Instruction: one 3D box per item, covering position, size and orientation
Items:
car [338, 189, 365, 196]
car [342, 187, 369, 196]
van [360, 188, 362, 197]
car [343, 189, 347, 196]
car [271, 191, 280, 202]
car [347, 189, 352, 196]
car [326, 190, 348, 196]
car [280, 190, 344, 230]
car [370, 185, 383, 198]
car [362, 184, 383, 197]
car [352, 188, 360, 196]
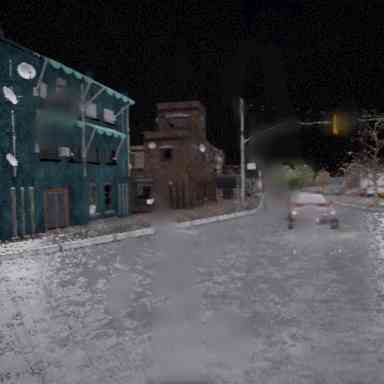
[{"bbox_3d":[34.929,0.115,72.921,5.008,1.535,2.097,0,-1,-8],"label":"car"},{"bbox_3d":[34.342,-0.034,70.013,4.553,1.767,2.185,0,0,-8],"label":"car"},{"bbox_3d":[31.058,-0.163,55.445,4.442,1.987,1.878,0,0,-8],"label":"van"},{"bbox_3d":[33.498,0.069,67.069,5.366,1.575,1.946,0,0,-8],"label":"car"},{"bbox_3d":[10.226,0.481,38.713,1.895,1.301,4.718,-1,0,12],"label":"car"},{"bbox_3d":[33.085,-0.062,64.195,4.553,1.767,2.185,0,0,-8],"label":"car"},{"bbox_3d":[38.077,0.322,87.455,5.008,1.535,2.097,1,-1,-8],"label":"car"},{"bbox_3d":[5.035,0.703,14.570,1.812,1.442,4.674,-1,2,12],"label":"car"},{"bbox_3d":[29.922,0.094,49.642,5.008,1.535,2.097,0,1,-8],"label":"car"},{"bbox_3d":[30.572,-0.177,52.560,5.566,2.045,2.435,0,0,-8],"label":"car"},{"bbox_3d":[31.772,-0.194,58.363,5.566,2.045,2.435,0,0,-8],"label":"car"}]
